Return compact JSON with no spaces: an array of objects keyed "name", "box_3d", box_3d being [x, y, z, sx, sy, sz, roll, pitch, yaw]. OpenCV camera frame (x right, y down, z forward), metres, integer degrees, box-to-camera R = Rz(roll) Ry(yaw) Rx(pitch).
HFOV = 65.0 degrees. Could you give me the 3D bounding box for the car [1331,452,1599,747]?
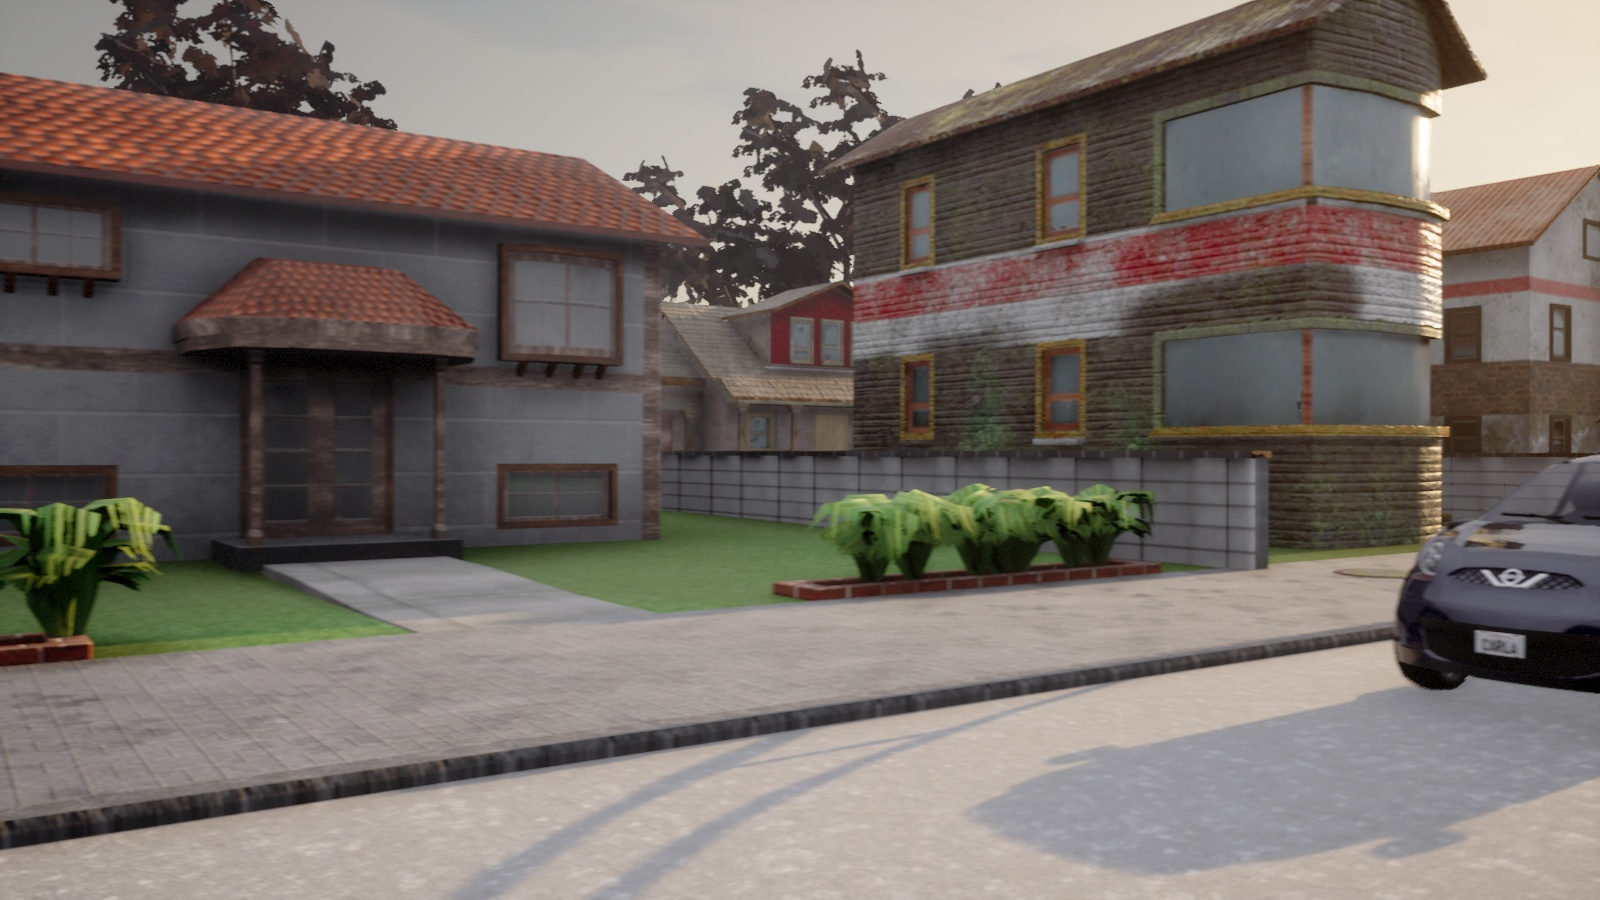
[{"name":"car","box_3d":[5.253,0.767,7.926,3.633,1.501,1.845,0,0,-35]}]
